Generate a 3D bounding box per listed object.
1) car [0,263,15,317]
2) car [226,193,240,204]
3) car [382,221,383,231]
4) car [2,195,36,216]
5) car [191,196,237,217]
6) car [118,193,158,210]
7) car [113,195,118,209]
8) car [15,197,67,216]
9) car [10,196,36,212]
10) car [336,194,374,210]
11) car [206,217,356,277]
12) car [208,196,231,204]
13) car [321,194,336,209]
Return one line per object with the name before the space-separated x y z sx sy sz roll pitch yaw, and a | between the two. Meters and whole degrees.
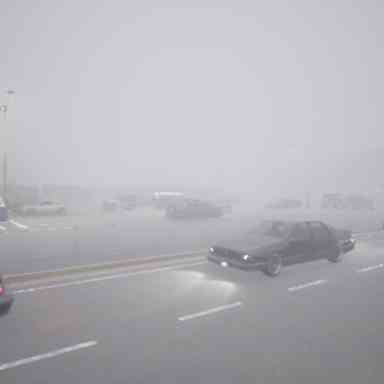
car | -5.424 1.558 4.409 5.357 1.411 2.033 0 0 -36
car | 6.603 1.175 57.934 3.866 1.878 1.905 0 0 -36
car | 11.380 1.593 16.461 4.718 1.301 1.895 0 0 -36
car | -16.698 1.194 34.489 4.605 1.855 1.932 0 0 -36
car | 2.226 1.409 34.041 3.806 1.475 1.970 0 0 -36
car | -7.654 1.188 47.750 4.605 1.855 1.932 0 0 -36
car | -9.282 1.402 50.146 3.905 1.438 1.784 0 0 -36
car | -13.420 1.429 29.974 3.806 1.475 1.970 0 0 -36
car | -15.100 1.401 32.333 3.905 1.438 1.784 0 0 -36
car | 19.656 1.145 39.585 4.605 1.855 1.932 0 0 -36
car | 3.030 1.549 10.476 5.357 1.411 2.033 0 0 -36
car | 4.932 1.418 60.298 3.806 1.475 1.970 0 0 -36
car | 18.021 1.151 41.974 3.866 1.878 1.905 0 0 -36
